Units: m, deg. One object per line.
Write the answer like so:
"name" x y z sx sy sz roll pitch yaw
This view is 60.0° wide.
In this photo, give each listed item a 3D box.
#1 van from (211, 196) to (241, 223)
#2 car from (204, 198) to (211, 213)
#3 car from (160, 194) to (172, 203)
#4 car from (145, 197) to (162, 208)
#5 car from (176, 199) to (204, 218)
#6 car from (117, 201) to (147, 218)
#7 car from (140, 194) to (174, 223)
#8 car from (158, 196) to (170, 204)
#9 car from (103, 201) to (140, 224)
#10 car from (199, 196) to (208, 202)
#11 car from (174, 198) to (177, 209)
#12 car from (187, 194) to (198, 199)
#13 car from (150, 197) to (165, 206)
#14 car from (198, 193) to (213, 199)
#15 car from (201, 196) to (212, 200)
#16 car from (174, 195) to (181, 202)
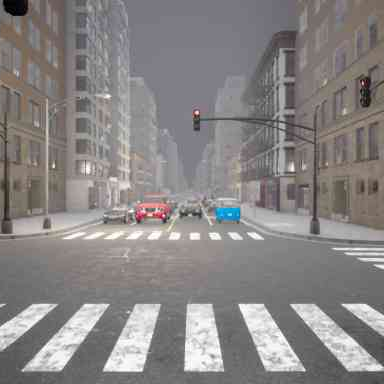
"van" 2.616 1.340 24.891 1.690 1.788 3.998 0 0 0
"car" 2.607 1.580 36.253 1.802 1.307 4.206 0 0 0
"car" -5.445 1.292 70.330 2.192 1.841 5.009 0 0 0
"car" -5.427 1.519 47.434 1.752 1.417 4.829 0 0 0
"car" -0.059 1.599 29.632 1.895 1.301 4.718 0 0 2
"car" -5.413 1.543 30.558 1.887 1.381 4.507 0 0 0
"car" -2.869 1.220 25.557 2.150 2.045 5.566 0 0 0
"car" -5.440 1.548 64.649 1.947 1.339 4.313 0 0 0
"car" -5.409 1.549 24.876 2.008 1.369 4.403 0 0 0
"car" 2.576 1.524 76.023 2.008 1.369 4.403 0 0 0
"car" -2.880 1.599 35.374 1.895 1.301 4.718 0 0 0
"car" 0.047 1.549 60.506 1.994 1.385 4.181 0 0 0
"car" -5.431 1.556 53.286 1.947 1.339 4.313 0 0 0
"car" 2.594 1.305 53.298 2.192 1.841 5.009 0 0 0
"car" 2.599 1.576 47.616 1.802 1.307 4.206 0 0 0
"car" -2.872 1.500 45.434 1.837 1.490 4.892 0 0 0
